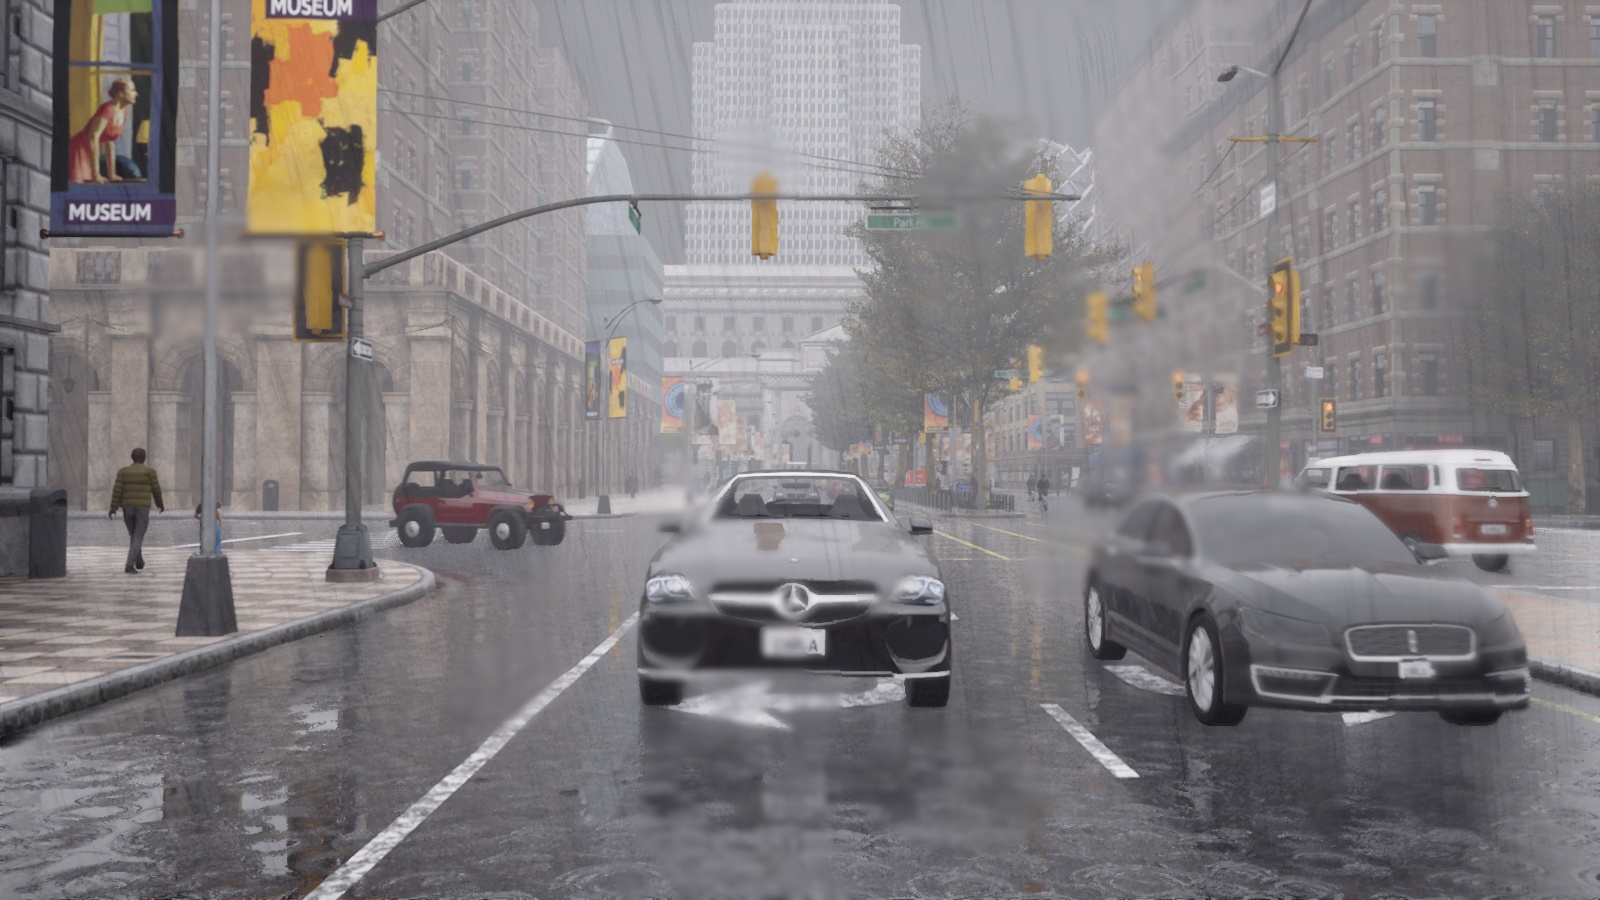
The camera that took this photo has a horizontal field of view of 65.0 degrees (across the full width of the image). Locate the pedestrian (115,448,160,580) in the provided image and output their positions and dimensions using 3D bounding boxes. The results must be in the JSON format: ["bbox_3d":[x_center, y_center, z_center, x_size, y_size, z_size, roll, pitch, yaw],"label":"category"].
[{"bbox_3d":[-9.381,0.893,17.788,0.370,1.835,0.726,0,-1,-12],"label":"pedestrian"}]

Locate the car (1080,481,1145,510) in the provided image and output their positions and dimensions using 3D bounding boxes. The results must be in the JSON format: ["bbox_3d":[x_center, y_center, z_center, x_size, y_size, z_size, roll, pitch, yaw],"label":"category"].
[{"bbox_3d":[14.852,2.130,59.890,1.895,1.301,4.718,0,-1,0],"label":"car"}]

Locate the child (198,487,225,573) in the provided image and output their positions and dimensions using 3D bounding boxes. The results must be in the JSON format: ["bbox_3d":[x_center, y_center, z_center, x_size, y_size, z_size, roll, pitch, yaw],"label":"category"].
[{"bbox_3d":[-8.833,1.193,18.842,0.270,1.263,0.437,0,-1,-12],"label":"child"}]

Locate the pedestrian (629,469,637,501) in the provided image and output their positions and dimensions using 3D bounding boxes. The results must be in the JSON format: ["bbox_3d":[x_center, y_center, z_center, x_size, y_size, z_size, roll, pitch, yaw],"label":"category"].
[{"bbox_3d":[-10.254,2.151,77.130,0.423,1.949,0.788,0,-1,0],"label":"pedestrian"}]

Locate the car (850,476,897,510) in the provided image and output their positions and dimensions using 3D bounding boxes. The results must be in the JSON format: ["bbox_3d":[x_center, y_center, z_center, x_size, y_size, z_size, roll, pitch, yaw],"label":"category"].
[{"bbox_3d":[3.431,2.013,59.469,2.007,1.525,4.514,0,-1,1],"label":"car"}]

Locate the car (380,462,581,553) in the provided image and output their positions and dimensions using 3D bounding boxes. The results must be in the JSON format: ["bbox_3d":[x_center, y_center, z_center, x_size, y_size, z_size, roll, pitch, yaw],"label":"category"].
[{"bbox_3d":[-6.974,1.227,27.476,3.866,1.878,1.905,-1,-1,21],"label":"car"}]

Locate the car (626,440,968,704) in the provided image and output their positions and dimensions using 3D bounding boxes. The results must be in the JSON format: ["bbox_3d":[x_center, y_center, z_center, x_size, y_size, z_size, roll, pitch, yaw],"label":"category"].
[{"bbox_3d":[-0.027,0.822,10.423,2.152,1.651,5.027,0,-1,0],"label":"car"}]

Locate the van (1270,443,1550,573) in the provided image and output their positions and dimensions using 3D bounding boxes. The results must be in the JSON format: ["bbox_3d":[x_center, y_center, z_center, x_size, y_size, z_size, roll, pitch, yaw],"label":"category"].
[{"bbox_3d":[10.569,0.973,22.208,2.069,2.038,4.480,0,-1,-13],"label":"van"}]

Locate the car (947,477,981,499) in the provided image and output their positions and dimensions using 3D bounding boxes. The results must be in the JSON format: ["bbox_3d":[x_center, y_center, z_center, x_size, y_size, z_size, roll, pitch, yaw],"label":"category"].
[{"bbox_3d":[11.276,2.625,86.707,1.816,1.474,4.193,0,-1,0],"label":"car"}]

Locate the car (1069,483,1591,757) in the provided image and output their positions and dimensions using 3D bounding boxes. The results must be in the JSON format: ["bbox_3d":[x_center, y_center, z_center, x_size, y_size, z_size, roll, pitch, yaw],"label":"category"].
[{"bbox_3d":[3.476,1.013,9.446,1.837,1.490,4.892,0,-1,0],"label":"car"}]
